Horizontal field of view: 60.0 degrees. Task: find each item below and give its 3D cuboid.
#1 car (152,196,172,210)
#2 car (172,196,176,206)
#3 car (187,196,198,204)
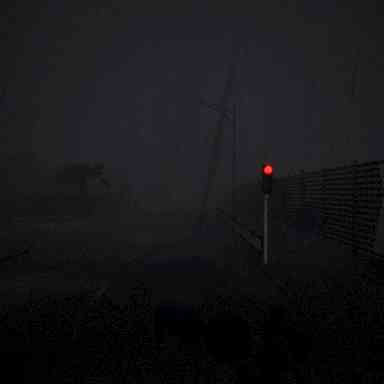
[{"bbox_3d":[-4.034,1.564,43.424,1.994,1.385,4.181,0,0,0],"label":"car"},{"bbox_3d":[-4.012,1.478,53.496,1.882,1.535,5.008,0,0,0],"label":"car"},{"bbox_3d":[0.094,1.505,63.222,1.837,1.490,4.892,0,0,0],"label":"car"}]
